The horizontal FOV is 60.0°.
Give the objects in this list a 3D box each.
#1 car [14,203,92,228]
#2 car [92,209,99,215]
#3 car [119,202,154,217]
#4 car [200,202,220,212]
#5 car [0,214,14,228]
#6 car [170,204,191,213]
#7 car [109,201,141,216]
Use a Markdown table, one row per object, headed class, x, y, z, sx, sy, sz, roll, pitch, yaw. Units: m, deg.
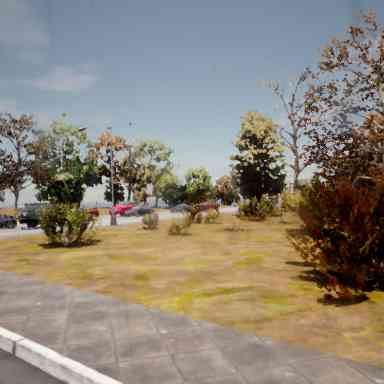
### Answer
| class | x | y | z | sx | sy | sz | roll | pitch | yaw |
| --- | --- | --- | --- | --- | --- | --- | --- | --- | --- |
| car | -11.842 | 1.935 | 28.720 | 2.150 | 2.045 | 5.566 | -3 | -2 | 32 |
| car | -12.117 | 2.374 | 35.172 | 1.882 | 1.535 | 5.008 | -3 | -2 | 33 |
| car | -6.876 | 2.465 | 43.478 | 1.812 | 1.442 | 4.674 | -3 | -2 | 32 |
| car | 2.671 | 2.331 | 51.789 | 1.882 | 1.535 | 5.008 | -3 | -2 | 32 |
| car | -16.988 | 2.443 | 27.684 | 1.994 | 1.385 | 4.181 | -3 | -2 | 34 |
| car | -1.592 | 2.568 | 51.852 | 1.994 | 1.385 | 4.181 | -3 | -2 | 32 |
| car | -9.100 | 2.330 | 46.542 | 2.150 | 2.045 | 5.566 | -3 | -2 | 32 |
